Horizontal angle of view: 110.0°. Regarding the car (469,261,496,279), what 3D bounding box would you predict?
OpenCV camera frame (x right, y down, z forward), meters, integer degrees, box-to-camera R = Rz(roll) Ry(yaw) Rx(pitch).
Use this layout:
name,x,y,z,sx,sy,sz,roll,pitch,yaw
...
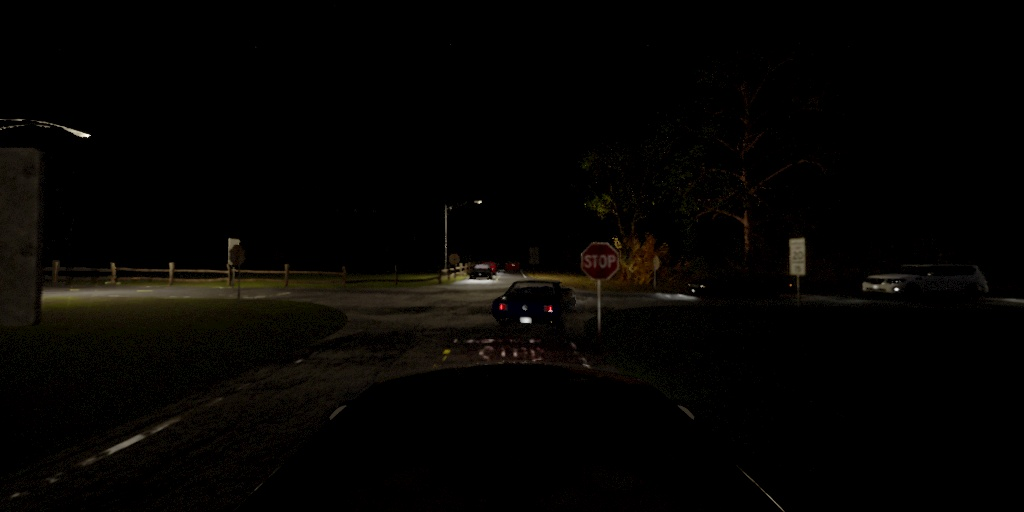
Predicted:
name,x,y,z,sx,sy,sz,roll,pitch,yaw
car,-2.852,1.485,34.024,1.994,1.385,4.181,0,0,0

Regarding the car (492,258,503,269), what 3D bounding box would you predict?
name,x,y,z,sx,sy,sz,roll,pitch,yaw
car,-2.771,1.320,63.020,2.150,2.045,5.566,0,0,0

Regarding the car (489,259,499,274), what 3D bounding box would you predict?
name,x,y,z,sx,sy,sz,roll,pitch,yaw
car,-2.847,1.450,42.747,1.882,1.535,5.008,0,0,0

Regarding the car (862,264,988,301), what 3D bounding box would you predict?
name,x,y,z,sx,sy,sz,roll,pitch,yaw
car,23.614,1.461,20.606,5.566,2.045,2.150,1,-1,0

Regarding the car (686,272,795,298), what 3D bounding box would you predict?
name,x,y,z,sx,sy,sz,roll,pitch,yaw
car,12.977,1.628,20.500,5.357,1.411,2.033,1,-1,-1

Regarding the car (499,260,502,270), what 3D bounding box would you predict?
name,x,y,z,sx,sy,sz,roll,pitch,yaw
car,-2.843,1.629,52.094,1.895,1.301,4.718,0,0,0

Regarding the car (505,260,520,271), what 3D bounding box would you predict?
name,x,y,z,sx,sy,sz,roll,pitch,yaw
car,0.090,1.393,54.180,2.097,1.767,4.553,0,0,0

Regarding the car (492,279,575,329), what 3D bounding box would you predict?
name,x,y,z,sx,sy,sz,roll,pitch,yaw
car,0.907,1.400,11.541,1.895,1.301,4.718,0,0,14
